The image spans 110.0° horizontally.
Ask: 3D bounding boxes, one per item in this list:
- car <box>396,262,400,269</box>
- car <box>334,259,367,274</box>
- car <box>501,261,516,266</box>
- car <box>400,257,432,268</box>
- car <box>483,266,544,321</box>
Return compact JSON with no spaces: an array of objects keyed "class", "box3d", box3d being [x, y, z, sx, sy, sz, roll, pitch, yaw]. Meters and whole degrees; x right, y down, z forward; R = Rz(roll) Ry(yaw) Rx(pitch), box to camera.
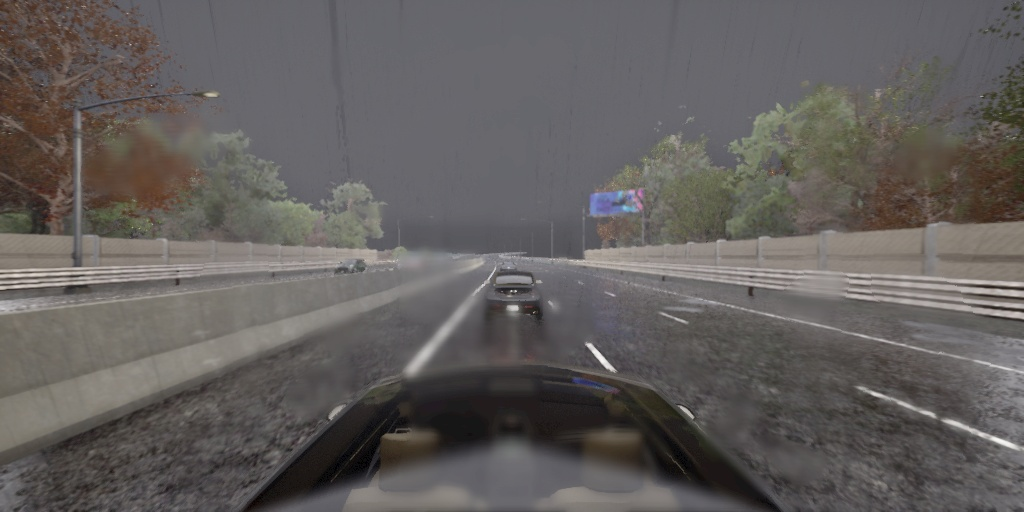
[{"class":"car","box3d":[-14.772,1.239,50.228,2.128,1.511,4.902,0,0,-1]},{"class":"car","box3d":[-18.047,1.101,40.328,2.097,1.767,4.553,0,0,-1]},{"class":"car","box3d":[-0.421,1.309,43.165,1.994,1.385,4.181,0,0,-1]},{"class":"car","box3d":[-11.070,1.226,41.507,1.882,1.535,5.008,0,0,-1]},{"class":"car","box3d":[0.050,1.254,12.560,1.837,1.490,4.892,0,0,0]}]
